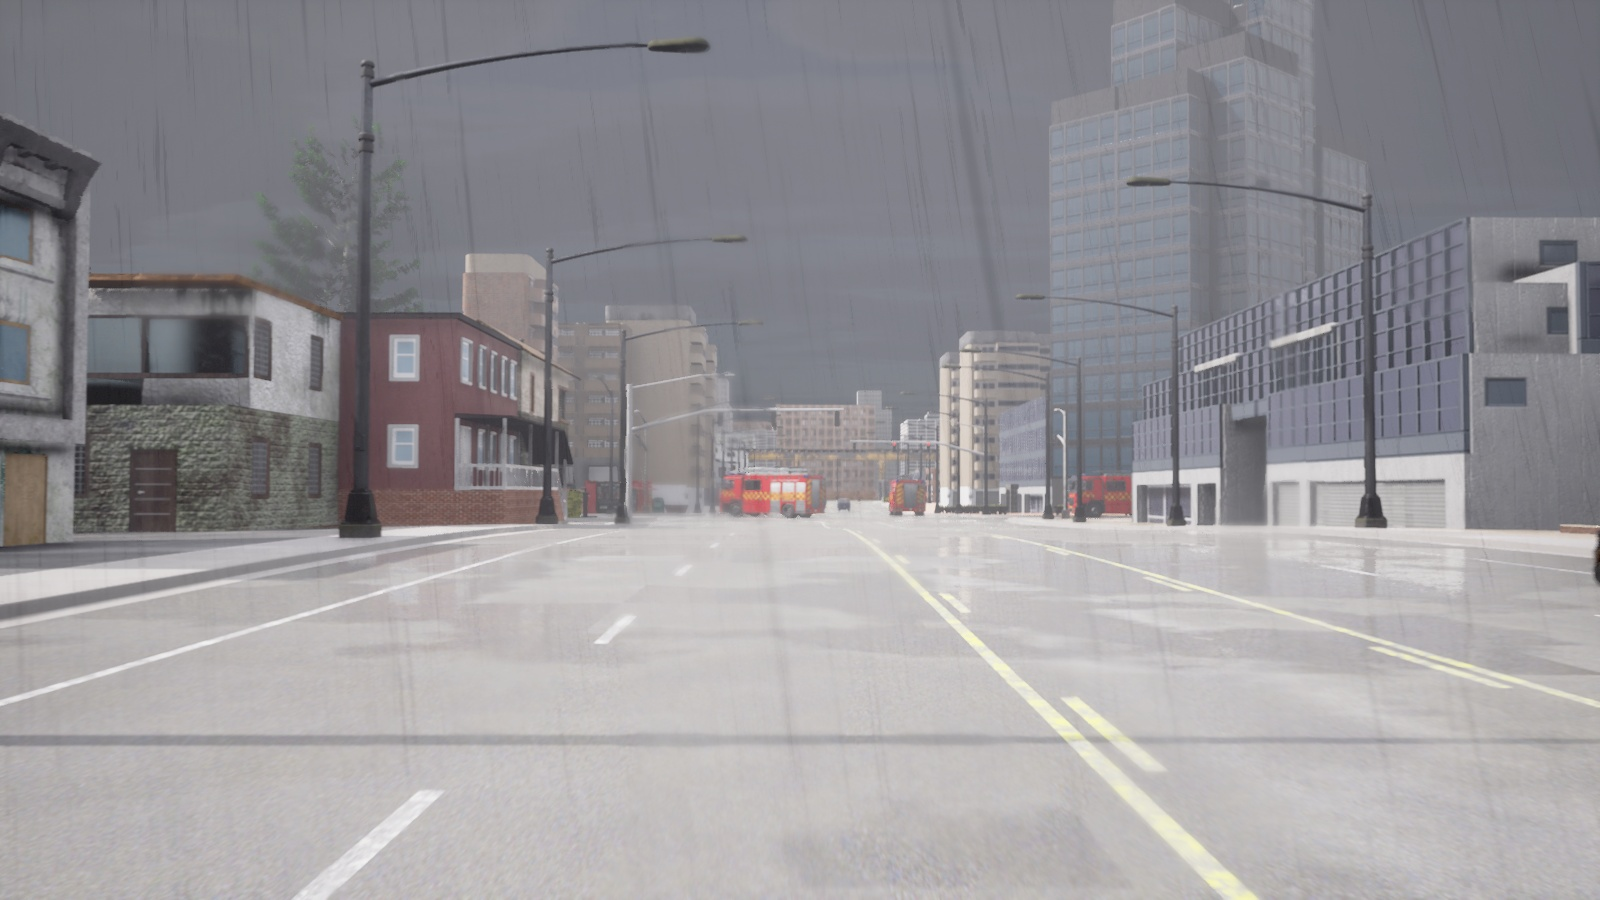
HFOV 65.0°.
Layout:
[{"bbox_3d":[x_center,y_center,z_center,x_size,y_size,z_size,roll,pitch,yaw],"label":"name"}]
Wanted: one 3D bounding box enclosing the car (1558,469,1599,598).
[{"bbox_3d":[10.467,0.964,13.250,1.882,1.535,5.008,0,-1,0],"label":"car"}]
